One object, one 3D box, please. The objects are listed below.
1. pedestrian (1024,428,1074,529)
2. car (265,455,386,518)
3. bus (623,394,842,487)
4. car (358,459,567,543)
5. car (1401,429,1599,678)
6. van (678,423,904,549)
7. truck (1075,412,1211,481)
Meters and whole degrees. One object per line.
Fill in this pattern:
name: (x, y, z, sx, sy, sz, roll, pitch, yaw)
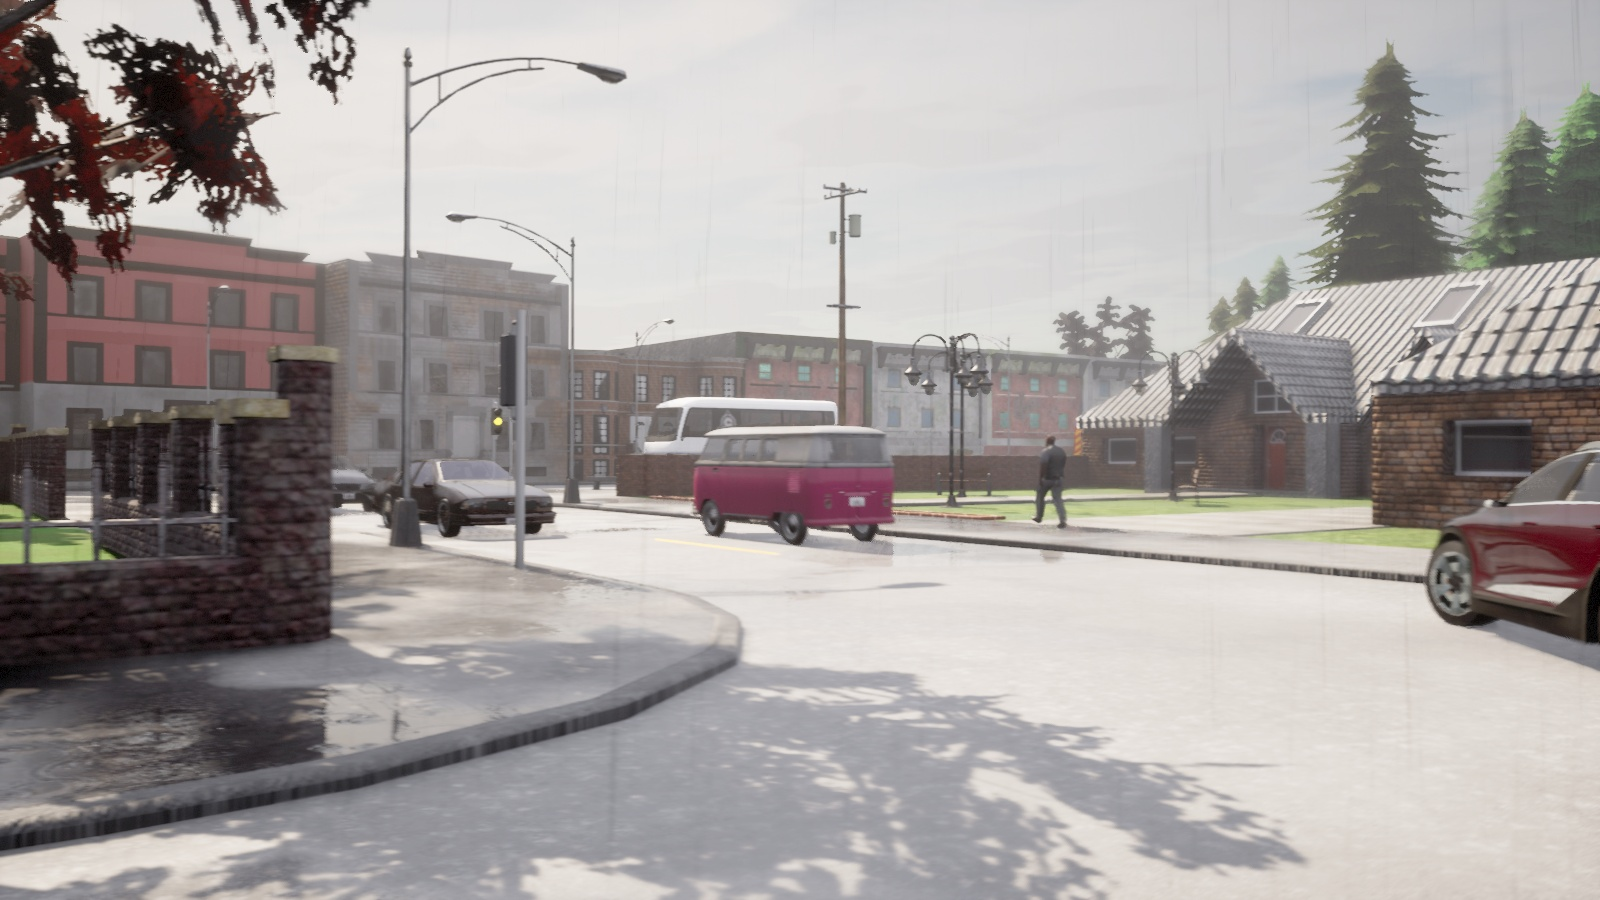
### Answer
pedestrian: (4.740, 0.530, 23.919, 0.563, 1.883, 0.849, 0, 0, -22)
car: (-12.178, 0.878, 32.082, 1.816, 1.474, 4.193, 0, 0, -37)
bus: (-3.200, -0.419, 62.050, 10.273, 4.253, 3.944, 0, 0, -35)
car: (-6.605, 0.880, 24.073, 2.033, 1.411, 5.357, 0, 0, -37)
car: (6.455, 0.700, 9.455, 2.033, 1.649, 4.856, 0, 0, 7)
van: (-0.276, 0.572, 22.108, 1.775, 1.987, 4.442, 0, 0, -35)
truck: (20.072, -0.191, 73.260, 8.468, 3.827, 2.891, 0, 0, -35)
